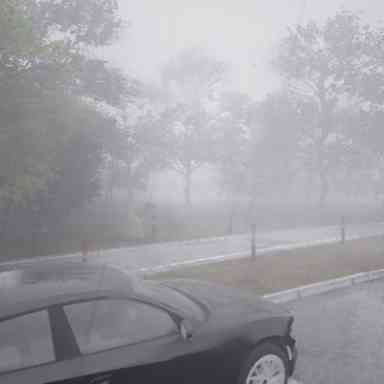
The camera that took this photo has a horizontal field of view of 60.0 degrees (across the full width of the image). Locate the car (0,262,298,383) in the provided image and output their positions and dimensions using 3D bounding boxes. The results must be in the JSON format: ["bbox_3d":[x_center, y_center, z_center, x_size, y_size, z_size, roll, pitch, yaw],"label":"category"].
[{"bbox_3d":[-1.115,1.474,3.214,5.008,1.535,2.097,0,1,-33],"label":"car"}]
